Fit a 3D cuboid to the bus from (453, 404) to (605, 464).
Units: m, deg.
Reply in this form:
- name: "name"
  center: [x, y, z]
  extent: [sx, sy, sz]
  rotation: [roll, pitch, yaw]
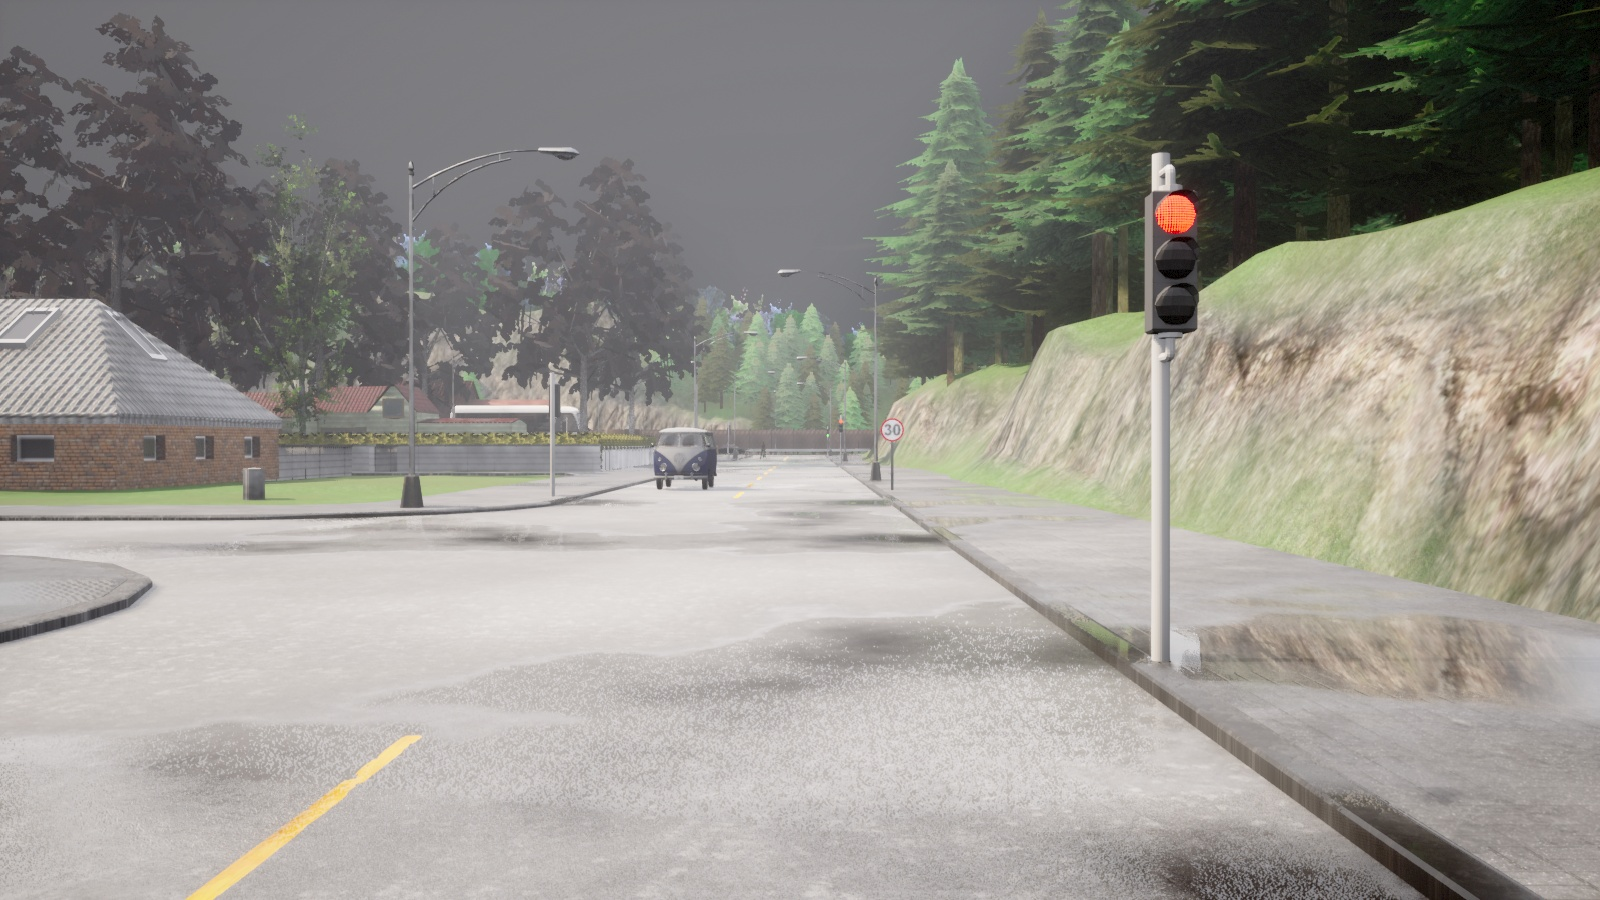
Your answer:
- name: "bus"
  center: [-19.780, -1.166, 92.195]
  extent: [10.273, 4.253, 3.944]
  rotation: [0, 0, 0]

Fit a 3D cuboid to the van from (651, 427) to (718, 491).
- name: "van"
  center: [-3.750, 0.263, 41.344]
  extent: [1.775, 1.987, 4.442]
  rotation: [0, 0, 0]
